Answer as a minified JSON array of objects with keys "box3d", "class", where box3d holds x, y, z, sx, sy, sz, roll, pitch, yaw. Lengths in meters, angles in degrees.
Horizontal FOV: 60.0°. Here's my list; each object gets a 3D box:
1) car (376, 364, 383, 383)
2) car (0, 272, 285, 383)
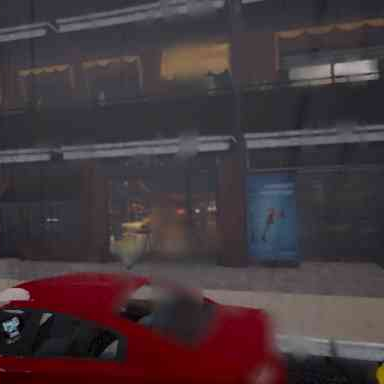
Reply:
[{"box3d":[3.958,1.440,2.136,4.829,1.417,1.752,-1,-1,13],"class":"car"},{"box3d":[-1.401,1.553,3.373,4.507,1.381,1.887,-1,-1,13],"class":"car"}]
